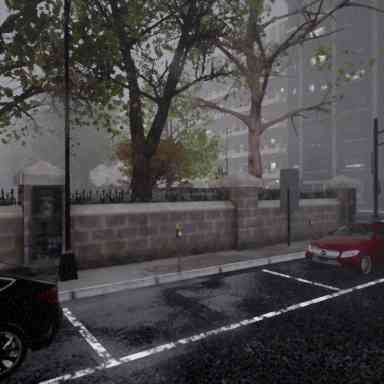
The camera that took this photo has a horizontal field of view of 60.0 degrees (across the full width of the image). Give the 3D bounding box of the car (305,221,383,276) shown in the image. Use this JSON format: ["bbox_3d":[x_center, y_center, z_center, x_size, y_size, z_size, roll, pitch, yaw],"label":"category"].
[{"bbox_3d":[5.279,1.580,10.232,4.206,1.307,1.802,0,0,-35],"label":"car"}]

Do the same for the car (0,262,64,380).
[{"bbox_3d":[-3.792,1.566,3.886,4.313,1.339,1.947,0,0,-35],"label":"car"}]
